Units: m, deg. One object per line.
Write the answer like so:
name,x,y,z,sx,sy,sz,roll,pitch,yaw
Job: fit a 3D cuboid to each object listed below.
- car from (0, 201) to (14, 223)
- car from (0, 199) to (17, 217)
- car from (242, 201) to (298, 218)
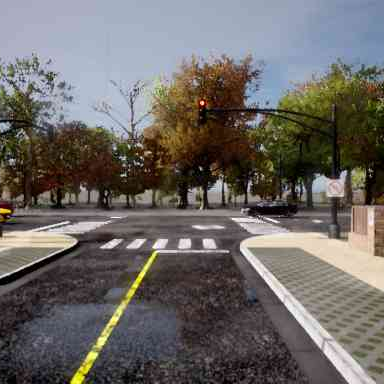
car,-15.084,1.417,22.880,5.008,1.535,1.882,0,0,0
car,-18.562,1.409,29.585,5.008,1.535,1.882,0,0,0
car,6.904,1.519,29.562,4.902,1.511,2.128,0,0,0
